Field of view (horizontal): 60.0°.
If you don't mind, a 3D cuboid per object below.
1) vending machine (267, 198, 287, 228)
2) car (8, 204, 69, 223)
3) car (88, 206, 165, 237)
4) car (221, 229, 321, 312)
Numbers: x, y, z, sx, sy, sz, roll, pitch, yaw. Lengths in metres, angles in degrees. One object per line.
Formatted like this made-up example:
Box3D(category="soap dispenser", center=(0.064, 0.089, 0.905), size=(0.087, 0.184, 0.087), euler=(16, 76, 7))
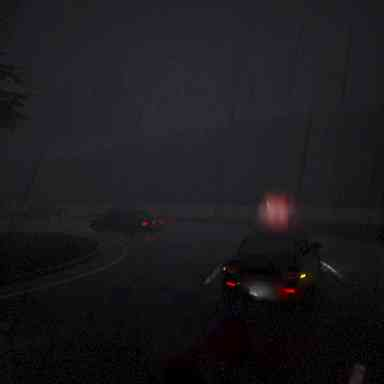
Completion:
Box3D(category="vending machine", center=(6.280, 1.518, 24.557), size=(1.100, 2.100, 0.880), euler=(1, -1, -36))
Box3D(category="car", center=(-13.224, 1.849, 28.818), size=(4.892, 1.490, 1.837), euler=(0, -2, -5))
Box3D(category="car", center=(-4.008, 1.795, 19.945), size=(5.357, 1.411, 2.033), euler=(-1, -1, 41))
Box3D(category="car", center=(2.035, 1.633, 8.030), size=(1.812, 1.442, 4.674), euler=(0, -1, 22))
